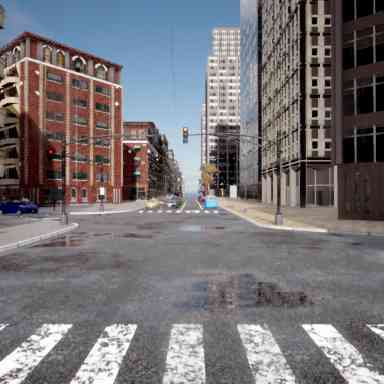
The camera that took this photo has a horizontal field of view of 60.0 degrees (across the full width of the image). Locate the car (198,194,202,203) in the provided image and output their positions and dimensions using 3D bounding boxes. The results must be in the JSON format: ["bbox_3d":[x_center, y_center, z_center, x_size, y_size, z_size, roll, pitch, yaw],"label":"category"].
[{"bbox_3d":[2.567,1.644,67.985,1.887,1.381,4.507,0,0,0],"label":"car"}]

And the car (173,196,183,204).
[{"bbox_3d":[-2.775,1.621,66.420,1.812,1.442,4.674,0,0,1],"label":"car"}]

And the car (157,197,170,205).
[{"bbox_3d":[-5.313,1.650,62.434,1.947,1.339,4.313,0,0,0],"label":"car"}]

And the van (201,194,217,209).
[{"bbox_3d":[2.569,1.386,45.776,1.690,1.788,3.998,0,0,0],"label":"van"}]

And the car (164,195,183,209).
[{"bbox_3d":[-2.813,1.537,45.966,2.128,1.511,4.902,0,0,2],"label":"car"}]

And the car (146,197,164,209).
[{"bbox_3d":[-5.312,1.570,45.606,1.752,1.417,4.829,0,0,0],"label":"car"}]

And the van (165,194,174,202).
[{"bbox_3d":[-5.312,1.474,79.090,1.690,1.788,3.998,0,0,0],"label":"van"}]

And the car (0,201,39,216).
[{"bbox_3d":[-17.921,1.640,34.366,5.008,1.535,1.882,0,-1,32],"label":"car"}]

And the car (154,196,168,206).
[{"bbox_3d":[-5.312,1.510,56.882,1.967,1.590,4.097,0,0,0],"label":"car"}]
